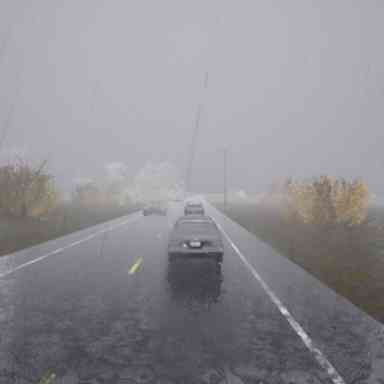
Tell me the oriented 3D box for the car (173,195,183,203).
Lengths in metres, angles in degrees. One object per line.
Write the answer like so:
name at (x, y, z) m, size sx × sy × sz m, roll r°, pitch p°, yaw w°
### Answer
car at (-2.938, 1.533, 72.827) m, size 2.097 × 1.767 × 4.553 m, roll 0°, pitch 0°, yaw 1°

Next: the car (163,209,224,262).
car at (0.117, 1.592, 12.317) m, size 2.033 × 1.411 × 5.357 m, roll 0°, pitch 0°, yaw 0°

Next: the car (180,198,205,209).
car at (0.221, 1.609, 32.664) m, size 2.128 × 1.511 × 4.902 m, roll 0°, pitch 0°, yaw 0°

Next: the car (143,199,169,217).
car at (-3.473, 1.469, 32.494) m, size 2.097 × 1.767 × 4.553 m, roll 0°, pitch 0°, yaw 0°
